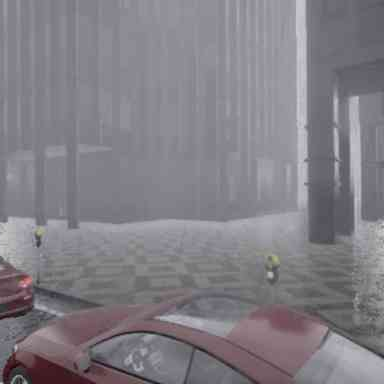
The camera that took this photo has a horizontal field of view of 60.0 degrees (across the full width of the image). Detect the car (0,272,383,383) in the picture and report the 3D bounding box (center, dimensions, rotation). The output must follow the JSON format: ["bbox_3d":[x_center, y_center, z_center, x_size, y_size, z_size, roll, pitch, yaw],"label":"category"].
[{"bbox_3d":[0.014,1.597,2.954,4.206,1.307,1.802,-1,0,36],"label":"car"}]

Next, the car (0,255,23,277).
[{"bbox_3d":[-4.607,1.652,6.252,4.206,1.307,1.802,-1,0,36],"label":"car"}]
